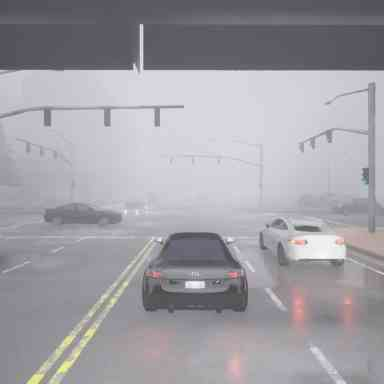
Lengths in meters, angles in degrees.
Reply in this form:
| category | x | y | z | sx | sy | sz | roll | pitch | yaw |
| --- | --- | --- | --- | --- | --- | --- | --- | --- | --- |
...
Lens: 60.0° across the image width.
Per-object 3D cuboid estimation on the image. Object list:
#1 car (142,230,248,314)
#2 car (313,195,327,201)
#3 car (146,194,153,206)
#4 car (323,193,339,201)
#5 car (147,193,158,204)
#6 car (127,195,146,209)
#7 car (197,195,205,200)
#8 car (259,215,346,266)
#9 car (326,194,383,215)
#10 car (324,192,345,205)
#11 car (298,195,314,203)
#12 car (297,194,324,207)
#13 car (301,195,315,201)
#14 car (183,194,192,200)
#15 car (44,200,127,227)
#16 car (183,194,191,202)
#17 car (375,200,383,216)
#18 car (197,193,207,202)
| category | x | y | z | sx | sy | sz | roll | pitch | yaw |
| --- | --- | --- | --- | --- | --- | --- | --- | --- | --- |
| car | 0.066 | 1.564 | 7.725 | 1.994 | 1.385 | 4.181 | 0 | 0 | 0 |
| car | 30.802 | 1.364 | 79.966 | 1.784 | 1.438 | 3.905 | 0 | 0 | 0 |
| car | -8.050 | 1.526 | 55.436 | 1.812 | 1.442 | 4.674 | 0 | 0 | 0 |
| car | 33.485 | 1.153 | 80.025 | 1.932 | 1.855 | 4.605 | 0 | 0 | 0 |
| car | -8.059 | 1.222 | 66.090 | 2.150 | 2.045 | 5.566 | 0 | 0 | 0 |
| car | -7.999 | 1.478 | 46.156 | 1.882 | 1.535 | 5.008 | 0 | 0 | 0 |
| car | 2.334 | 1.378 | 86.079 | 1.994 | 1.385 | 4.181 | 0 | 0 | 0 |
| car | 3.581 | 1.526 | 11.385 | 1.812 | 1.442 | 4.674 | 0 | 0 | 0 |
| car | 16.350 | 1.352 | 33.180 | 4.553 | 1.767 | 2.097 | 0 | 0 | 1 |
| car | 19.534 | 1.156 | 47.363 | 1.905 | 1.878 | 3.866 | 0 | 0 | 0 |
| car | 22.186 | 1.395 | 64.838 | 1.970 | 1.475 | 3.806 | 0 | 0 | 0 |
| car | 16.640 | 1.153 | 47.408 | 1.932 | 1.855 | 4.605 | 0 | 0 | 0 |
| car | 27.907 | 1.395 | 79.958 | 1.970 | 1.475 | 3.806 | 0 | 0 | 0 |
| car | -1.166 | 1.351 | 86.056 | 2.128 | 1.511 | 4.902 | 0 | 0 | 0 |
| car | -7.259 | 1.478 | 22.345 | 5.008 | 1.535 | 1.882 | 1 | 0 | -1 |
| car | -1.105 | 1.593 | 76.985 | 1.895 | 1.301 | 4.718 | 0 | 0 | 0 |
| car | 19.147 | 1.601 | 29.649 | 4.718 | 1.301 | 1.895 | 0 | 0 | 1 |
| car | 2.395 | 1.223 | 77.011 | 2.150 | 2.045 | 5.566 | 0 | 0 | 0 |
